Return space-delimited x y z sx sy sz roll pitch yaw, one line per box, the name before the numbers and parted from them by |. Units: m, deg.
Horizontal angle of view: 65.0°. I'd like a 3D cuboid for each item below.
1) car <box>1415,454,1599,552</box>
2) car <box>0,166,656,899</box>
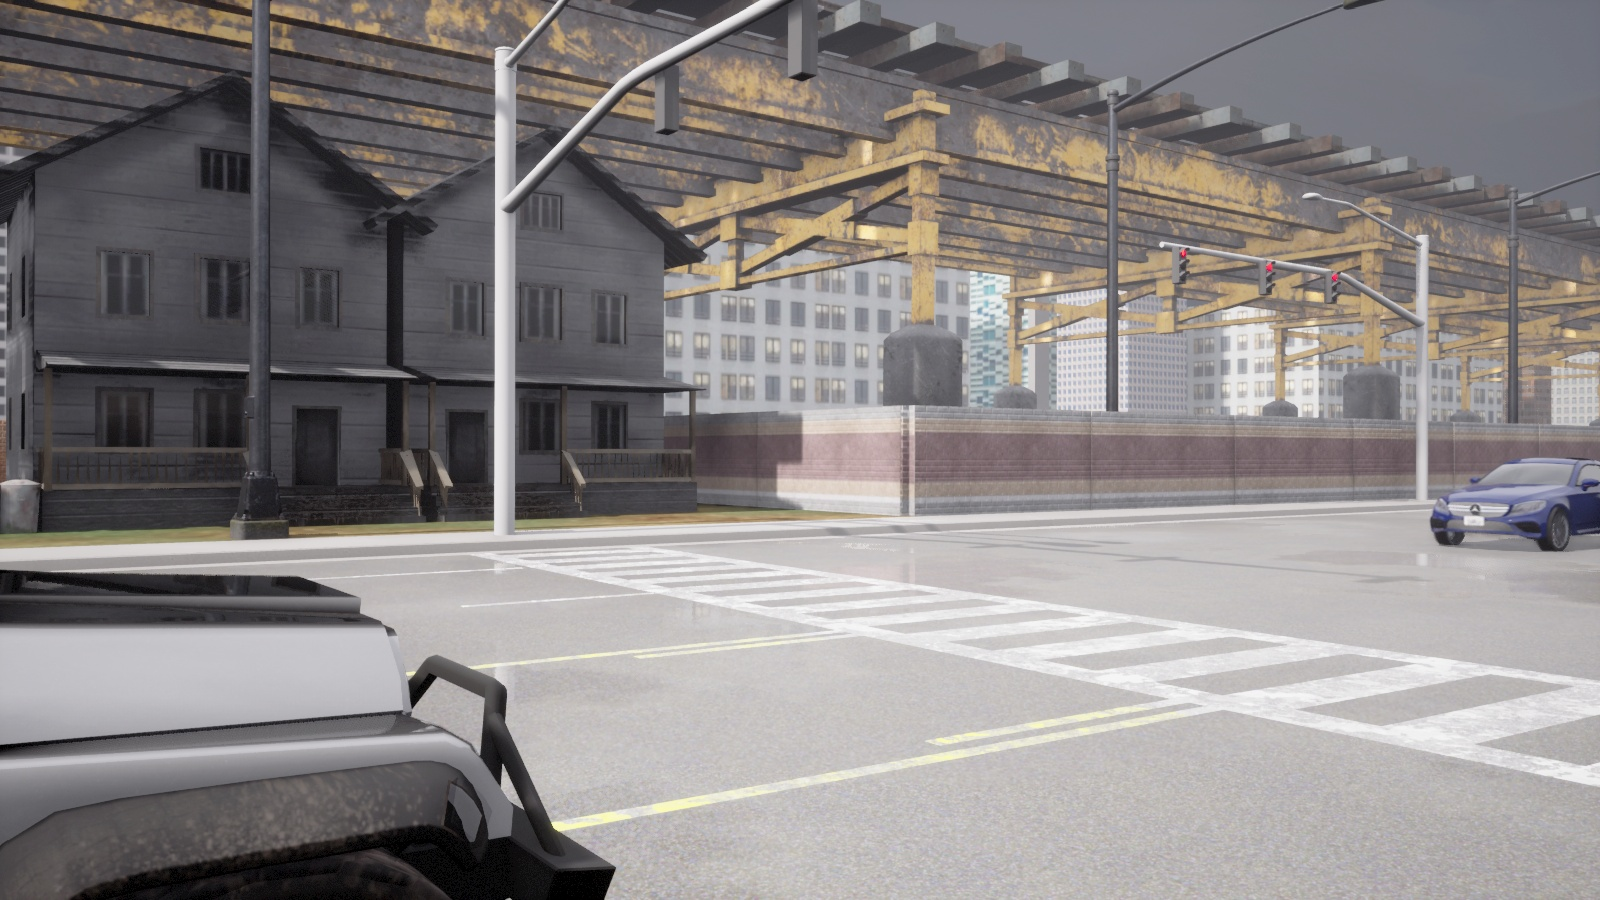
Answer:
car | 12.318 0.795 20.754 4.674 1.442 1.812 0 0 -35
car | -2.398 0.551 1.999 3.866 1.878 1.905 0 0 -34
